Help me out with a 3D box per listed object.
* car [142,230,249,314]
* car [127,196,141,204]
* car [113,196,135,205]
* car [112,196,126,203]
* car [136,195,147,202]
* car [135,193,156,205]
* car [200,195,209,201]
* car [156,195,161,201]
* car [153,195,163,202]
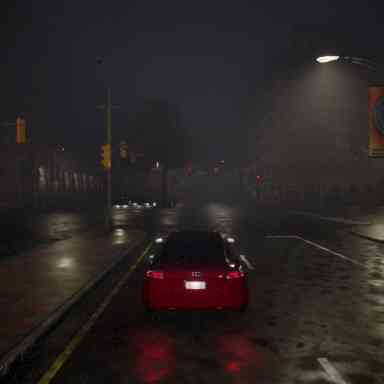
[{"bbox_3d":[0.071,1.564,7.694,1.994,1.385,4.181,0,0,0],"label":"car"},{"bbox_3d":[-11.557,1.564,66.137,1.994,1.385,4.181,0,0,0],"label":"car"},{"bbox_3d":[-11.608,1.564,56.843,1.994,1.385,4.181,0,0,0],"label":"car"},{"bbox_3d":[-14.781,1.595,67.799,1.895,1.301,4.718,0,0,0],"label":"car"},{"bbox_3d":[-11.535,1.478,76.556,1.882,1.535,5.008,0,0,0],"label":"car"},{"bbox_3d":[-8.107,1.221,58.558,2.150,2.045,5.566,0,0,0],"label":"car"},{"bbox_3d":[3.460,1.553,87.081,1.994,1.385,4.181,0,0,0],"label":"car"},{"bbox_3d":[-8.036,1.601,68.357,1.895,1.301,4.718,0,0,0],"label":"car"},{"bbox_3d":[-8.036,1.500,78.561,1.837,1.490,4.892,0,0,0],"label":"car"}]
